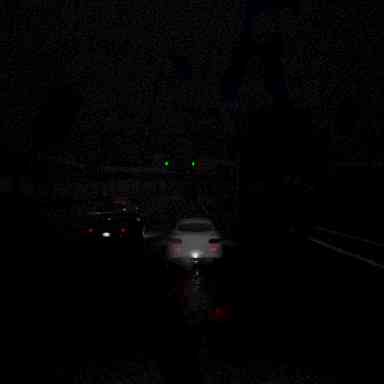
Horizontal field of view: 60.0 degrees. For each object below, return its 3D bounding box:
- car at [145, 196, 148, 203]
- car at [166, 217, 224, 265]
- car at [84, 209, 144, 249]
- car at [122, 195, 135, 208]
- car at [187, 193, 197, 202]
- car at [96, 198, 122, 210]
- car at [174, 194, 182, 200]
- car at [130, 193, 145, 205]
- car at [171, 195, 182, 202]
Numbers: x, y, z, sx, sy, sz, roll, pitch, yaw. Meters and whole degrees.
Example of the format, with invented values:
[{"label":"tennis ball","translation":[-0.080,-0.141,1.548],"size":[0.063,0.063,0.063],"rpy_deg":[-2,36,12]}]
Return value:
[{"label":"car","translation":[-10.493,1.479,71.230],"size":[2.033,1.411,5.357],"rpy_deg":[0,1,0]},{"label":"car","translation":[0.101,1.610,11.973],"size":[1.812,1.442,4.674],"rpy_deg":[0,0,0]},{"label":"car","translation":[-3.399,1.671,15.203],"size":[1.994,1.385,4.181],"rpy_deg":[0,0,0]},{"label":"car","translation":[-10.538,1.621,50.780],"size":[1.882,1.535,5.008],"rpy_deg":[0,0,1]},{"label":"car","translation":[0.007,1.148,72.457],"size":[2.150,2.045,5.566],"rpy_deg":[0,1,0]},{"label":"car","translation":[-10.583,1.747,41.708],"size":[1.994,1.385,4.181],"rpy_deg":[0,0,0]},{"label":"car","translation":[-3.492,1.333,83.500],"size":[1.994,1.385,4.181],"rpy_deg":[0,1,0]},{"label":"car","translation":[-10.494,1.285,60.818],"size":[2.150,2.045,5.566],"rpy_deg":[0,1,0]},{"label":"car","translation":[-3.493,1.438,73.198],"size":[1.812,1.442,4.674],"rpy_deg":[0,1,0]}]
